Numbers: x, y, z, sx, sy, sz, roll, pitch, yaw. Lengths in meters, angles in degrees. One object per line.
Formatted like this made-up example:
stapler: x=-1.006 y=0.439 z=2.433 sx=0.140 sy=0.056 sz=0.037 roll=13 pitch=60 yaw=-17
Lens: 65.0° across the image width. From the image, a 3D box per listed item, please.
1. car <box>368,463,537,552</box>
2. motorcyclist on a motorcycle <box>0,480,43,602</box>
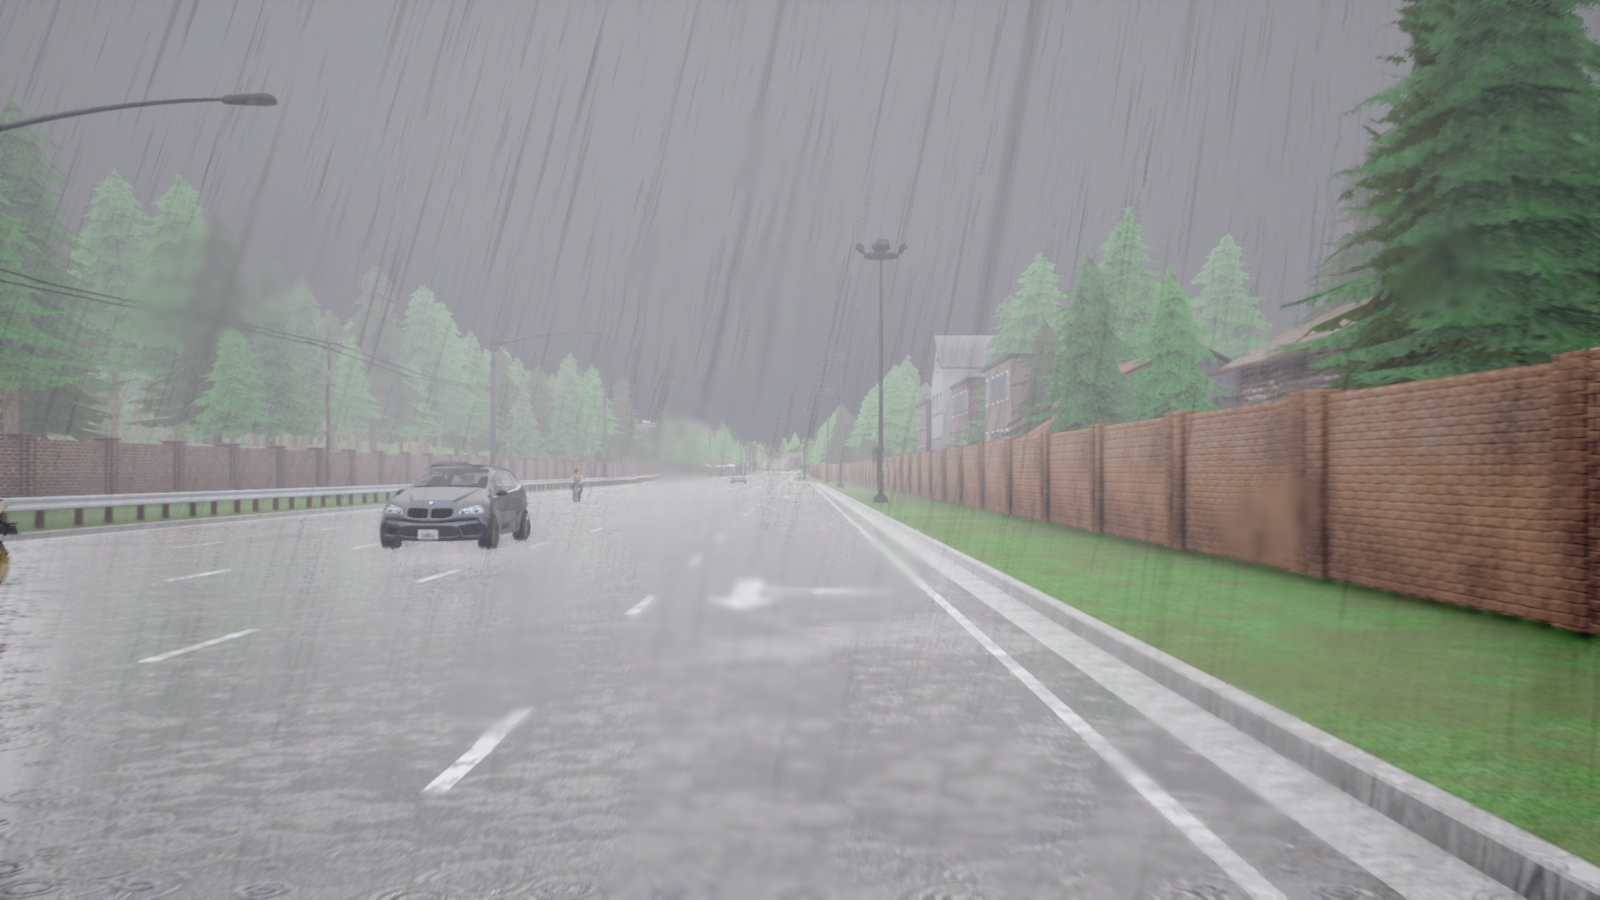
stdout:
car: x=-7.064 y=1.123 z=26.094 sx=2.242 sy=1.667 sz=4.611 roll=0 pitch=-1 yaw=0
motorcyclist on a motorcycle: x=-10.538 y=1.154 z=15.667 sx=0.866 sy=1.530 sz=2.191 roll=0 pitch=-1 yaw=0
